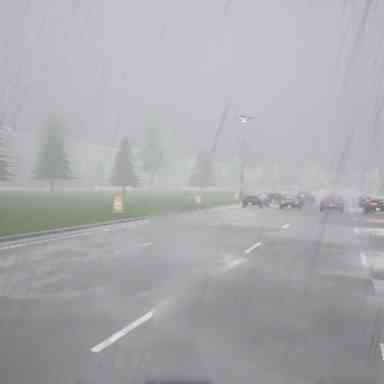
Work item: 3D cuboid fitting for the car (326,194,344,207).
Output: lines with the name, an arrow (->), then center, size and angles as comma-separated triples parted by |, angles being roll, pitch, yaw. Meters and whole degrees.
car -> 17.567, 0.963, 40.700 | 1.895, 1.301, 4.718 | 2, 2, 25

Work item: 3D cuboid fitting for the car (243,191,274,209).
car -> 6.516, 0.789, 33.411 | 1.837, 1.490, 4.892 | 2, 2, 25

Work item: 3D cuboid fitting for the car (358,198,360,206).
car -> 20.521, 1.030, 38.761 | 2.033, 1.411, 5.357 | 2, 2, 25

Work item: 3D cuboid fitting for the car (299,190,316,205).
car -> 14.474, 0.597, 42.317 | 2.097, 1.767, 4.553 | 2, 2, 25

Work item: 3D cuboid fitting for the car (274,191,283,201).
car -> 11.170, 0.642, 43.527 | 1.837, 1.490, 4.892 | 2, 2, 25

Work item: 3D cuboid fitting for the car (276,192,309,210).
car -> 9.859, 0.993, 32.306 | 1.895, 1.301, 4.718 | 2, 2, 25

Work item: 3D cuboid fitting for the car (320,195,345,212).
car -> 13.077, 1.070, 30.920 | 1.994, 1.385, 4.181 | 2, 2, 26

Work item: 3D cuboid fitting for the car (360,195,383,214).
car -> 16.196, 1.126, 29.337 | 1.837, 1.490, 4.892 | 2, 2, 25
